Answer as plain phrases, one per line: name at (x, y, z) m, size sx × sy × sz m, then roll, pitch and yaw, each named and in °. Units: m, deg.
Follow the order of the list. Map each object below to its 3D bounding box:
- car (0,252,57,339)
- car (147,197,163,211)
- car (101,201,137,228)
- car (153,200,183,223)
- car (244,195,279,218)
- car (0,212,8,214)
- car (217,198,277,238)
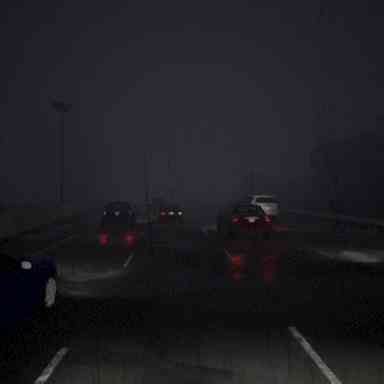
car at (-3.553, 1.488, 4.623) m, size 1.882 × 1.535 × 5.008 m, roll 0°, pitch 0°, yaw -1°
car at (-4.520, 1.408, 41.891) m, size 2.097 × 1.767 × 4.553 m, roll 0°, pitch 0°, yaw -12°
car at (-4.919, 1.386, 22.884) m, size 2.097 × 1.767 × 4.553 m, roll 0°, pitch 0°, yaw -7°
car at (-1.776, 1.581, 26.231) m, size 2.033 × 1.411 × 5.357 m, roll 0°, pitch 0°, yaw -7°
car at (5.180, 1.246, 26.954) m, size 2.150 × 2.045 × 5.566 m, roll 0°, pitch 0°, yaw -7°
car at (-15.891, 1.563, 25.721) m, size 1.837 × 1.490 × 4.892 m, roll 0°, pitch 0°, yaw -8°
car at (2.641, 1.369, 17.863) m, size 2.097 × 1.767 × 4.553 m, roll 0°, pitch 0°, yaw -5°
